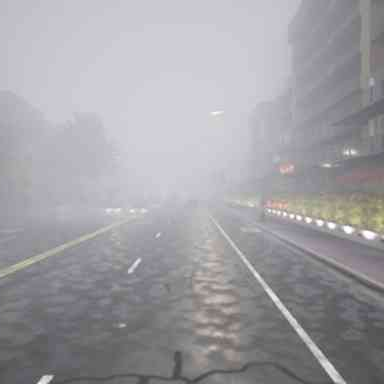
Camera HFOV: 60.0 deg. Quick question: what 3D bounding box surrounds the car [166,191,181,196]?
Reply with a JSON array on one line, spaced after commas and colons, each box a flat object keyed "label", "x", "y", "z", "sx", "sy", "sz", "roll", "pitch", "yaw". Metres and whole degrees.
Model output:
[{"label": "car", "x": -3.500, "y": 1.223, "z": 66.919, "sx": 2.150, "sy": 2.045, "sz": 5.566, "roll": 0, "pitch": 0, "yaw": 0}]

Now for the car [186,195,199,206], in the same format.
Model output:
[{"label": "car", "x": 0.083, "y": 1.527, "z": 53.645, "sx": 1.812, "sy": 1.442, "sz": 4.674, "roll": 0, "pitch": 0, "yaw": 0}]

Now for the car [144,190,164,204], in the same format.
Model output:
[{"label": "car", "x": -7.021, "y": 1.217, "z": 61.940, "sx": 2.150, "sy": 2.045, "sz": 5.566, "roll": 0, "pitch": 1, "yaw": 1}]

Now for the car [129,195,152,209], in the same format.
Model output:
[{"label": "car", "x": -7.081, "y": 1.504, "z": 45.371, "sx": 1.837, "sy": 1.490, "sz": 4.892, "roll": 0, "pitch": 0, "yaw": 0}]

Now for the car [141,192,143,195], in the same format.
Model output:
[{"label": "car", "x": -10.517, "y": 1.354, "z": 63.080, "sx": 2.097, "sy": 1.767, "sz": 4.553, "roll": 0, "pitch": 0, "yaw": 0}]

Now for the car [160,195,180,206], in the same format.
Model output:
[{"label": "car", "x": -3.412, "y": 1.548, "z": 53.104, "sx": 2.033, "sy": 1.411, "sz": 5.357, "roll": 0, "pitch": 0, "yaw": 0}]

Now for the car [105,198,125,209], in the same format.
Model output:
[{"label": "car", "x": -10.578, "y": 1.566, "z": 46.064, "sx": 1.994, "sy": 1.385, "sz": 4.181, "roll": 0, "pitch": 0, "yaw": 0}]
